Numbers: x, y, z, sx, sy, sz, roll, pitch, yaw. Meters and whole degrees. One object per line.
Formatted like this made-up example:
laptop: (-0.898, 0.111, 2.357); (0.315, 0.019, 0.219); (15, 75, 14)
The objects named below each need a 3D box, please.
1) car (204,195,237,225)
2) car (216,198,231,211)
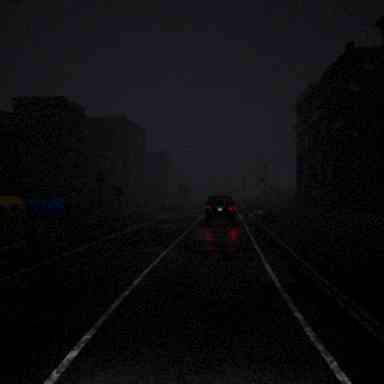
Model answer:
car: (2.134, 1.227, 24.545); (2.150, 2.045, 5.566); (0, 0, 6)
car: (4.064, 1.529, 42.732); (1.812, 1.442, 4.674); (0, 0, 6)
